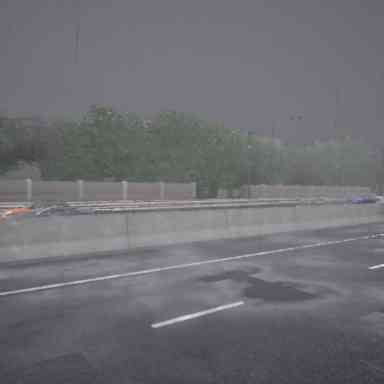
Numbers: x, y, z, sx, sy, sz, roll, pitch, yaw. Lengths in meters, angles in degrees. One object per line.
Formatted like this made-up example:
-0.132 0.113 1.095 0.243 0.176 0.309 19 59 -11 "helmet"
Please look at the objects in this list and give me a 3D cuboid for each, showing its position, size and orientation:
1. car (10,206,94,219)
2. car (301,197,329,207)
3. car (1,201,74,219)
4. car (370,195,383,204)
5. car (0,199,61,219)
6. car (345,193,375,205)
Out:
-6.460 1.562 16.582 4.181 1.385 1.994 0 0 -35 "car"
16.797 1.497 45.181 4.892 1.490 1.837 0 0 -38 "car"
-8.220 1.489 19.626 4.902 1.511 2.128 0 0 -35 "car"
26.018 1.520 44.014 4.674 1.442 1.812 0 0 -35 "car"
-10.343 1.349 22.411 4.553 1.767 2.097 0 0 -35 "car"
23.802 1.214 46.731 5.566 2.045 2.150 0 0 -35 "car"
